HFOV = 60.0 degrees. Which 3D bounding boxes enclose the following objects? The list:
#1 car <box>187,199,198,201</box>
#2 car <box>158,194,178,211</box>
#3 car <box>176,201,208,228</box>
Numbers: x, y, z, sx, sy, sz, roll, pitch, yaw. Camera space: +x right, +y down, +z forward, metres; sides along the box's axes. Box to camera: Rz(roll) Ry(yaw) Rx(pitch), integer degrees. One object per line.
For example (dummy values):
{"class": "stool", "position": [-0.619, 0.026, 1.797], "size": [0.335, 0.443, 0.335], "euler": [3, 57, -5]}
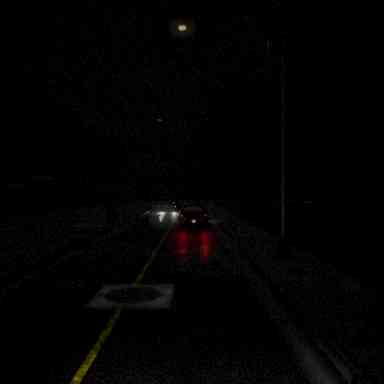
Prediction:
{"class": "car", "position": [0.090, 1.580, 42.235], "size": [2.033, 1.411, 5.357], "euler": [0, 0, 0]}
{"class": "car", "position": [-2.848, 1.249, 40.845], "size": [2.150, 2.045, 5.566], "euler": [0, 0, 0]}
{"class": "car", "position": [0.094, 1.527, 21.969], "size": [1.812, 1.442, 4.674], "euler": [0, 0, 0]}
